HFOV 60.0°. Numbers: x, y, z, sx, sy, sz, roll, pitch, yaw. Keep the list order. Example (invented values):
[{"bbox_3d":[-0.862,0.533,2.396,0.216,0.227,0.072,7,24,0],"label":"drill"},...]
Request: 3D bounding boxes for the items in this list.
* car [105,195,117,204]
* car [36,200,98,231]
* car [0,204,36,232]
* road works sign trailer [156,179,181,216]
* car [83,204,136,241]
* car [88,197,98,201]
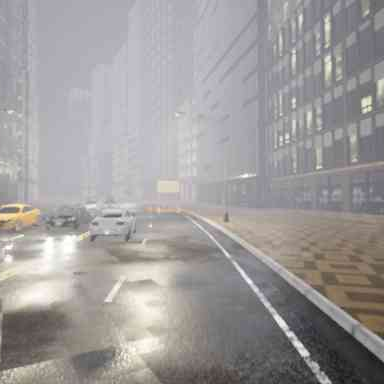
[{"bbox_3d":[-15.134,1.429,61.790,2.097,1.767,4.553,0,0,-15],"label":"car"},{"bbox_3d":[-7.710,1.520,21.068,2.128,1.511,4.902,0,0,-5],"label":"car"},{"bbox_3d":[-10.901,1.505,20.321,1.882,1.535,5.008,0,0,-5],"label":"car"},{"bbox_3d":[-2.394,0.511,33.206,2.380,3.560,2.880,0,0,-9],"label":"road works sign trailer"},{"bbox_3d":[-3.889,1.549,16.846,1.812,1.442,4.674,0,0,-4],"label":"car"},{"bbox_3d":[-18.187,1.612,60.731,2.033,1.411,5.357,0,0,-15],"label":"car"}]
